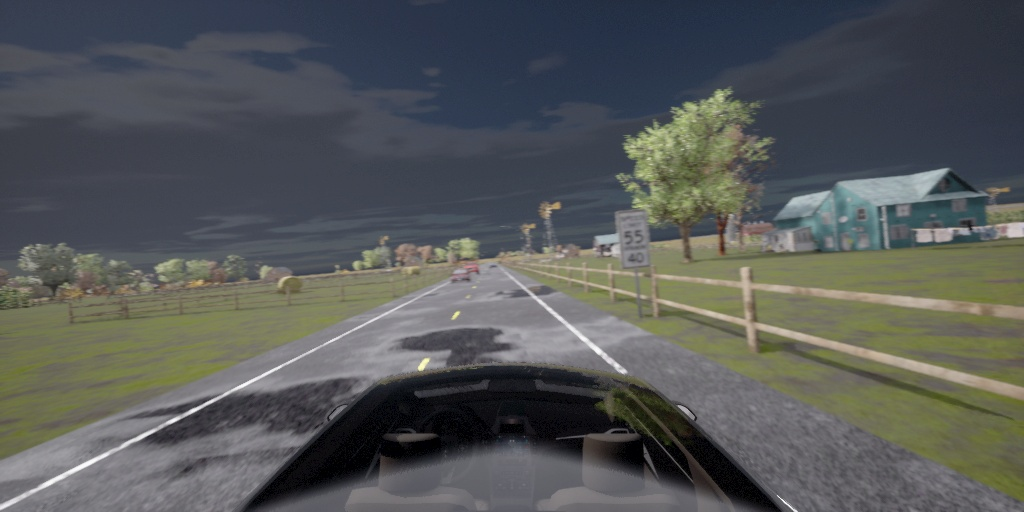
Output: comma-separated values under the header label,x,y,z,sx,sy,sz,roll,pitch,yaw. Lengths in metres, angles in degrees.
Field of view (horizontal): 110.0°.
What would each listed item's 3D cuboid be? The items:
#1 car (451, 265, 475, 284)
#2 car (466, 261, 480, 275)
label,x,y,z,sx,sy,sz,roll,pitch,yaw
car,-5.256,2.051,37.198,1.812,1.442,4.674,-6,0,-3
car,-6.414,1.905,57.481,2.150,2.045,5.566,-6,0,-3
